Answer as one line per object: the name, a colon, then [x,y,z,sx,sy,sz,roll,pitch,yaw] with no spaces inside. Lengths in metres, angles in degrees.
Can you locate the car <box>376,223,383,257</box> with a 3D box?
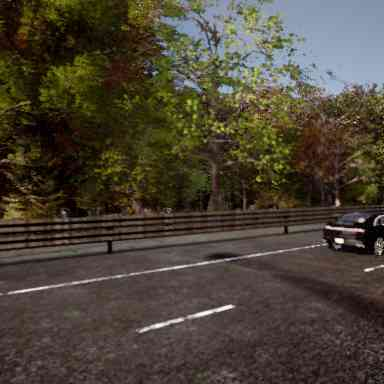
car: [6.990,1.565,8.798,4.674,1.442,1.812,0,0,-36]

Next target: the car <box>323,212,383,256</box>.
car: [7.237,1.543,13.313,4.902,1.511,2.128,0,0,-36]
